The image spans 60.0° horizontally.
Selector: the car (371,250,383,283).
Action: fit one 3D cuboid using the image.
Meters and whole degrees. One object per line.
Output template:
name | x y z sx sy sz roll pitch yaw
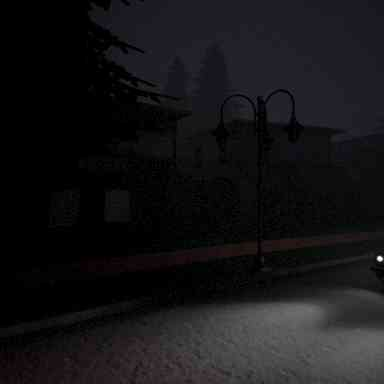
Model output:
car | 6.502 1.599 8.057 4.718 1.301 1.895 0 0 -30
